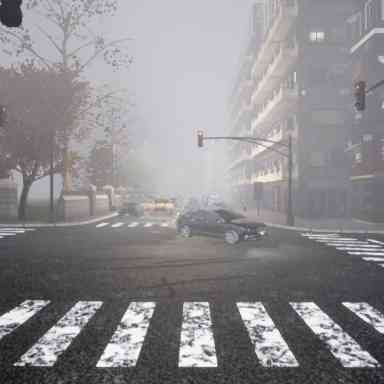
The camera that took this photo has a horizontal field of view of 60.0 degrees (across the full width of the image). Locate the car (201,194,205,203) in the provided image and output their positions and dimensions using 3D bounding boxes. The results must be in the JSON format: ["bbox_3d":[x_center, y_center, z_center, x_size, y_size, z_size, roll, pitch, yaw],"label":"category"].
[{"bbox_3d":[2.887,1.479,53.352,1.967,1.590,4.097,0,0,0],"label":"car"}]

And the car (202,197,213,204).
[{"bbox_3d":[2.927,1.602,64.612,1.887,1.381,4.507,0,0,0],"label":"car"}]

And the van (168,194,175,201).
[{"bbox_3d":[-5.371,1.444,87.163,1.690,1.788,3.998,0,0,0],"label":"van"}]

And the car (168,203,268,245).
[{"bbox_3d":[1.275,1.511,15.751,1.837,1.490,4.892,-2,1,-44],"label":"car"}]

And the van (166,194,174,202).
[{"bbox_3d":[-5.392,1.431,81.534,1.690,1.788,3.998,0,0,0],"label":"van"}]

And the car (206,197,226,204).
[{"bbox_3d":[2.825,1.563,36.461,1.887,1.381,4.507,0,0,0],"label":"car"}]

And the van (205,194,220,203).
[{"bbox_3d":[2.846,1.365,42.092,1.690,1.788,3.998,0,0,0],"label":"van"}]

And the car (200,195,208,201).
[{"bbox_3d":[3.009,1.543,87.132,1.967,1.590,4.097,0,0,0],"label":"car"}]

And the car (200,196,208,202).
[{"bbox_3d":[2.988,1.634,81.503,1.887,1.381,4.507,0,0,0],"label":"car"}]

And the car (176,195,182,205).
[{"bbox_3d":[-2.912,1.538,49.564,1.837,1.490,4.892,0,0,0],"label":"car"}]

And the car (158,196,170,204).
[{"bbox_3d":[-5.453,1.497,64.644,1.967,1.590,4.097,0,0,0],"label":"car"}]

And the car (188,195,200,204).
[{"bbox_3d":[0.326,1.615,61.172,1.994,1.385,4.181,0,0,0],"label":"car"}]

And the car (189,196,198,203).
[{"bbox_3d":[0.326,1.594,71.156,1.812,1.442,4.674,0,0,0],"label":"car"}]

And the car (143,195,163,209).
[{"bbox_3d":[-5.514,1.346,47.753,2.192,1.841,5.009,0,0,0],"label":"car"}]

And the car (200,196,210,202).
[{"bbox_3d":[2.968,1.628,75.873,2.008,1.369,4.403,0,0,0],"label":"car"}]

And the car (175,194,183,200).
[{"bbox_3d":[-2.764,1.067,65.015,2.097,1.767,4.553,0,0,0],"label":"car"}]

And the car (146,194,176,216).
[{"bbox_3d":[-2.980,1.367,33.181,2.097,1.767,4.553,0,0,0],"label":"car"}]

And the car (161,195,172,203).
[{"bbox_3d":[-5.432,1.507,70.273,1.967,1.590,4.097,0,0,0],"label":"car"}]

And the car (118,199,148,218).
[{"bbox_3d":[-5.575,1.579,30.862,1.947,1.339,4.313,0,0,0],"label":"car"}]
